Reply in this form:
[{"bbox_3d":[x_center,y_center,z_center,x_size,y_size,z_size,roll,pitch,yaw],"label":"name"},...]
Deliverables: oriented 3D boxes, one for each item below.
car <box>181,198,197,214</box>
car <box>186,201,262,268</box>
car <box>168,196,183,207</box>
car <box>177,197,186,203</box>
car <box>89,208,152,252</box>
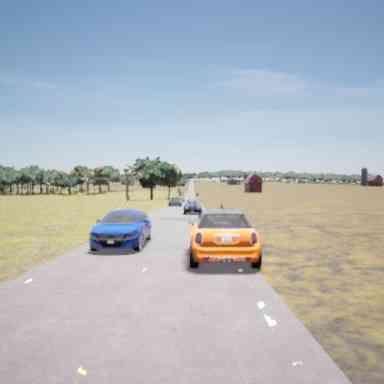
[{"bbox_3d":[0.064,1.669,35.982,1.895,1.301,4.718,0,0,0],"label":"car"},{"bbox_3d":[0.965,1.355,11.411,2.097,1.767,4.553,0,0,0],"label":"car"},{"bbox_3d":[-2.804,1.534,55.462,2.097,1.767,4.553,0,0,0],"label":"car"},{"bbox_3d":[-2.724,1.971,86.486,2.033,1.411,5.357,0,0,0],"label":"car"},{"bbox_3d":[-2.845,1.483,14.129,1.882,1.535,5.008,0,0,0],"label":"car"}]
